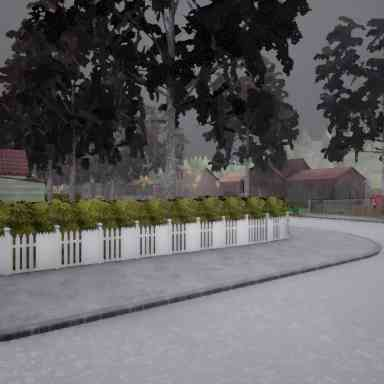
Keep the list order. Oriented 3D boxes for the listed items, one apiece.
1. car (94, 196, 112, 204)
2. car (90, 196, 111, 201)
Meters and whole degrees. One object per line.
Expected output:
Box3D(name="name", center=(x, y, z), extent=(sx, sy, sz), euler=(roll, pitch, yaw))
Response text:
Box3D(name="car", center=(-17.267, 1.564, 64.464), extent=(1.994, 1.385, 4.181), euler=(0, 0, -36))
Box3D(name="car", center=(-15.396, 1.242, 54.780), extent=(1.812, 1.442, 4.674), euler=(0, 0, -35))
